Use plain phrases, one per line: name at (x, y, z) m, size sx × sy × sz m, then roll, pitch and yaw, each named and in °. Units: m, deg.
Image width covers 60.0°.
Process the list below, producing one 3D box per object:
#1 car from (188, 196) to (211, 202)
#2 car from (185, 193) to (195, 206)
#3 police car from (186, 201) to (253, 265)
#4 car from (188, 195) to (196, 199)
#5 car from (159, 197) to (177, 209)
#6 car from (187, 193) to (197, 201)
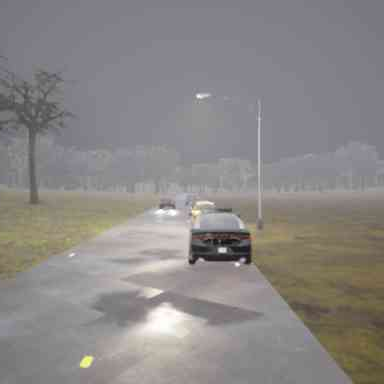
car at (0.821, 1.306, 21.659) m, size 1.801 × 1.575 × 5.366 m, roll 0°, pitch 0°, yaw 0°
car at (0.005, 1.188, 46.948) m, size 2.033 × 1.411 × 5.357 m, roll 0°, pitch 1°, yaw 0°
police car at (0.823, 1.349, 11.579) m, size 1.930 × 1.638 × 5.238 m, roll 0°, pitch 0°, yaw 0°
car at (0.820, 1.285, 27.471) m, size 1.882 × 1.535 × 5.008 m, roll 0°, pitch 0°, yaw 0°
car at (-2.848, 1.310, 39.202) m, size 1.895 × 1.301 × 4.718 m, roll 0°, pitch 0°, yaw 0°
car at (-0.011, 0.965, 66.624) m, size 1.812 × 1.442 × 4.674 m, roll 0°, pitch 1°, yaw 0°
